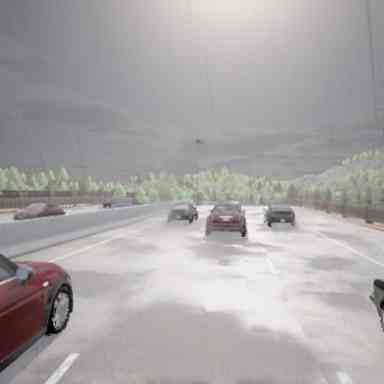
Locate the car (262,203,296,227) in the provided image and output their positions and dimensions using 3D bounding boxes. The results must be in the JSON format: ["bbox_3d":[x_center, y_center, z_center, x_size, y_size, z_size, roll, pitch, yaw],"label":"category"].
[{"bbox_3d":[6.180,1.586,23.752,1.837,1.490,4.892,0,0,8],"label":"car"}]

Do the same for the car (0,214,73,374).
[{"bbox_3d":[-3.145,1.346,3.902,2.097,1.767,4.553,0,0,2],"label":"car"}]

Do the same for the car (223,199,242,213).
[{"bbox_3d":[4.897,1.658,39.949,2.033,1.411,5.357,0,0,8],"label":"car"}]

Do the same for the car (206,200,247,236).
[{"bbox_3d":[1.986,1.403,18.862,2.097,1.767,4.553,0,0,8],"label":"car"}]

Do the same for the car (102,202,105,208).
[{"bbox_3d":[-11.574,1.666,49.251,1.895,1.301,4.718,0,0,8],"label":"car"}]

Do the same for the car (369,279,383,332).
[{"bbox_3d":[3.769,1.626,3.353,1.895,1.301,4.718,0,0,3],"label":"car"}]

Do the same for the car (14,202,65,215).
[{"bbox_3d":[-11.462,1.526,25.276,1.812,1.442,4.674,0,0,8],"label":"car"}]

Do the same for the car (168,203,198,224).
[{"bbox_3d":[-0.645,1.578,25.586,1.812,1.442,4.674,0,0,8],"label":"car"}]

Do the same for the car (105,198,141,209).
[{"bbox_3d":[-6.691,1.394,33.923,2.097,1.767,4.553,0,0,9],"label":"car"}]
